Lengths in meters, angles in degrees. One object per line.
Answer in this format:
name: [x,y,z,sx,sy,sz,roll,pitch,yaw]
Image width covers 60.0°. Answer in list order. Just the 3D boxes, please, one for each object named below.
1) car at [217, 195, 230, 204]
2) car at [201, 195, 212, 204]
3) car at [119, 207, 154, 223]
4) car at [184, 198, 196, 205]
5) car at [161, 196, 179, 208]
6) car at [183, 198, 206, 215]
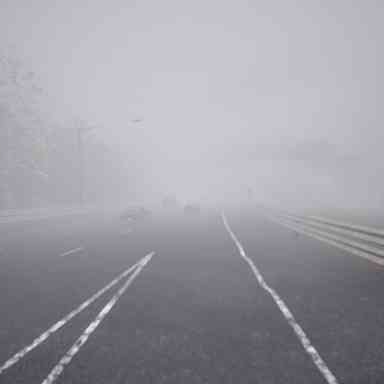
car: [6.891,1.991,77.417,2.128,1.511,4.902,-2,-1,12]
car: [3.266,1.780,77.185,2.150,2.045,5.566,-2,-1,11]
car: [-4.787,1.944,29.393,1.895,1.301,4.718,-2,0,8]
car: [-0.357,2.168,76.870,1.812,1.442,4.674,-2,-1,11]
car: [-3.790,1.790,58.531,2.150,2.045,5.566,-2,-1,10]
car: [0.144,1.827,38.912,1.812,1.442,4.674,-2,-1,9]
